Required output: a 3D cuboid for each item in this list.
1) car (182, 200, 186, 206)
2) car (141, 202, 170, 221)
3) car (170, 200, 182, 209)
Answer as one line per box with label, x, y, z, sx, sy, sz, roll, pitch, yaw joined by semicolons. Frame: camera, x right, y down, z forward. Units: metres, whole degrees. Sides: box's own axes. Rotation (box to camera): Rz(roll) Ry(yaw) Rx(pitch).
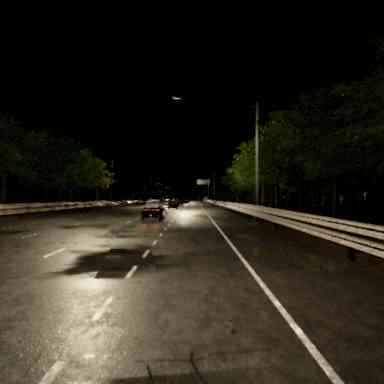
car;-3.096;2.806;85.113;1.812;1.442;4.674;0;-1;1
car;-3.443;1.762;30.231;2.128;1.511;4.902;0;-1;0
car;-3.297;2.286;59.945;1.837;1.490;4.892;0;-1;0
